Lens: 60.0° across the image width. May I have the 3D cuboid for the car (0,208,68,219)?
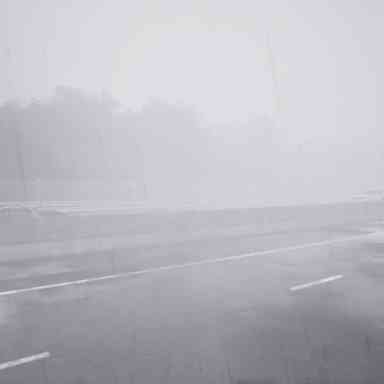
[{"bbox_3d":[-7.336,1.586,15.933,4.718,1.301,1.895,0,0,-35],"label":"car"}]

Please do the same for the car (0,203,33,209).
[{"bbox_3d":[-10.248,1.476,18.156,4.902,1.511,2.128,0,0,-35],"label":"car"}]

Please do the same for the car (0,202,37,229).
[{"bbox_3d":[-12.562,1.474,20.804,4.902,1.511,2.128,0,0,-35],"label":"car"}]

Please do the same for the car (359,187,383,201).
[{"bbox_3d":[28.784,0.296,52.172,5.566,2.045,2.150,-2,1,-36],"label":"car"}]

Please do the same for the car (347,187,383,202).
[{"bbox_3d":[20.799,0.658,39.451,5.566,2.045,2.150,-2,1,-33],"label":"car"}]
